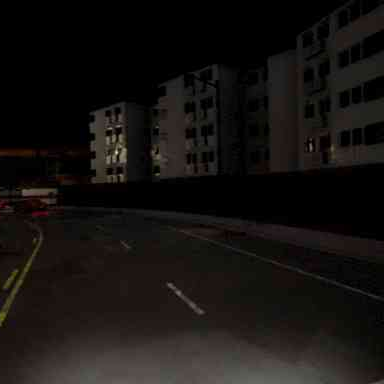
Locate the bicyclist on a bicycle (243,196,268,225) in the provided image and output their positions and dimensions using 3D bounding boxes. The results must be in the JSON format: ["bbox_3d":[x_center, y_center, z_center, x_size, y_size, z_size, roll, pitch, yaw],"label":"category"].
[{"bbox_3d":[3.559,1.041,18.591,1.656,1.620,0.582,-2,1,-21],"label":"bicyclist on a bicycle"}]

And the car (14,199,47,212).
[{"bbox_3d":[-19.214,1.569,39.501,5.008,1.535,1.882,-1,1,37],"label":"car"}]

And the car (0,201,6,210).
[{"bbox_3d":[-27.274,1.716,44.654,5.008,1.535,1.882,-1,1,25],"label":"car"}]
